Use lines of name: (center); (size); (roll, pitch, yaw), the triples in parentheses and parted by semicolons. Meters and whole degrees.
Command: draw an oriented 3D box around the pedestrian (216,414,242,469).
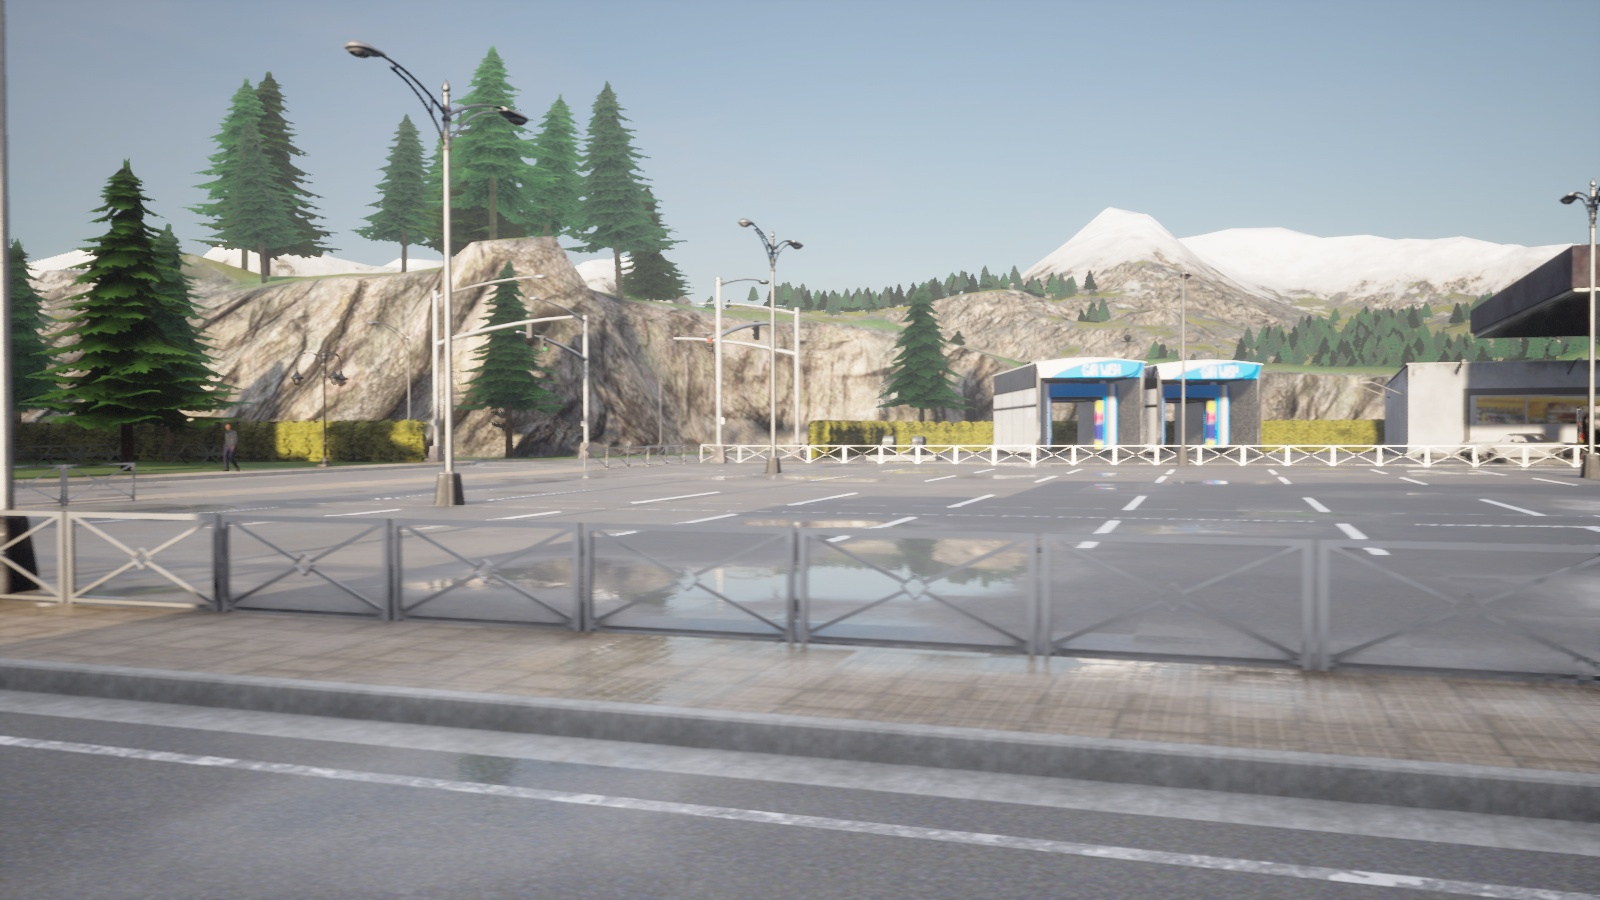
pedestrian: (-20.380, -0.298, 44.857); (0.423, 1.949, 0.788); (0, 1, 16)

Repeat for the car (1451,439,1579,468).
car: (32.866, 0.140, 57.821); (4.718, 1.301, 1.895); (0, 1, 4)
